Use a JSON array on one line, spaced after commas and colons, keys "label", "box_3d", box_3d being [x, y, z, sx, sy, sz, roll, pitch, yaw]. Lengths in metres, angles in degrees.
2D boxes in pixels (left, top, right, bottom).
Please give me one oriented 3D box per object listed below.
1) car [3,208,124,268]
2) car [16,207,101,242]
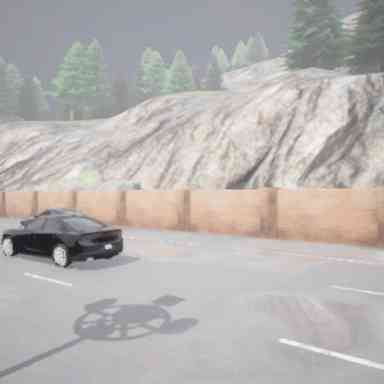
[{"label": "car", "box_3d": [-4.550, 1.502, 11.414, 5.008, 1.535, 1.882, 0, 0, 35]}, {"label": "car", "box_3d": [-7.019, 1.563, 17.327, 4.674, 1.442, 1.812, 0, 0, 34]}]
